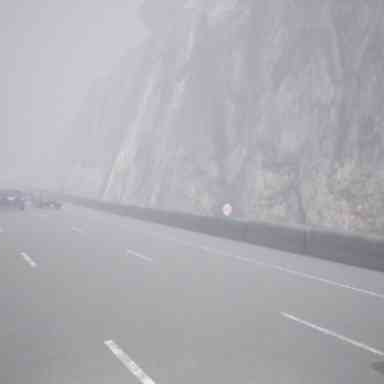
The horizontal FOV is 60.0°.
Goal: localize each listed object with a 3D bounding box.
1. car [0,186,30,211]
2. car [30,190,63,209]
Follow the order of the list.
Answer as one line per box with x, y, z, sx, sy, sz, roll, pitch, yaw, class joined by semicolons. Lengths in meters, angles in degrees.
-15.008;0.485;27.084;2.097;1.767;4.553;4;0;-36;car
-13.665;0.835;31.186;1.895;1.301;4.718;4;0;-36;car
